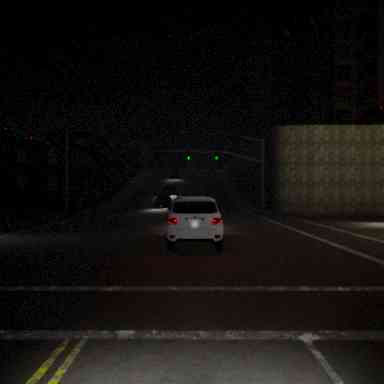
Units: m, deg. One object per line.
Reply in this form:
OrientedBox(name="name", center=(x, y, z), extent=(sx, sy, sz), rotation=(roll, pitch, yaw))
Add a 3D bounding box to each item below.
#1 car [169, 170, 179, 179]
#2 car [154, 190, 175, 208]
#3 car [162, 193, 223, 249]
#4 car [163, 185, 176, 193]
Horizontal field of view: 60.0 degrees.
OrientedBox(name="car", center=(-3.497, -3.605, 67.164), extent=(2.033, 1.411, 5.357), rotation=(0, 12, 0))
OrientedBox(name="car", center=(-3.579, 1.024, 41.214), extent=(2.033, 1.411, 5.357), rotation=(0, 5, 0))
OrientedBox(name="car", center=(0.101, 1.201, 14.506), extent=(2.150, 2.045, 5.566), rotation=(0, 0, 0))
OrientedBox(name="car", center=(-3.561, -0.392, 52.044), extent=(1.994, 1.385, 4.181), rotation=(0, 10, 0))
